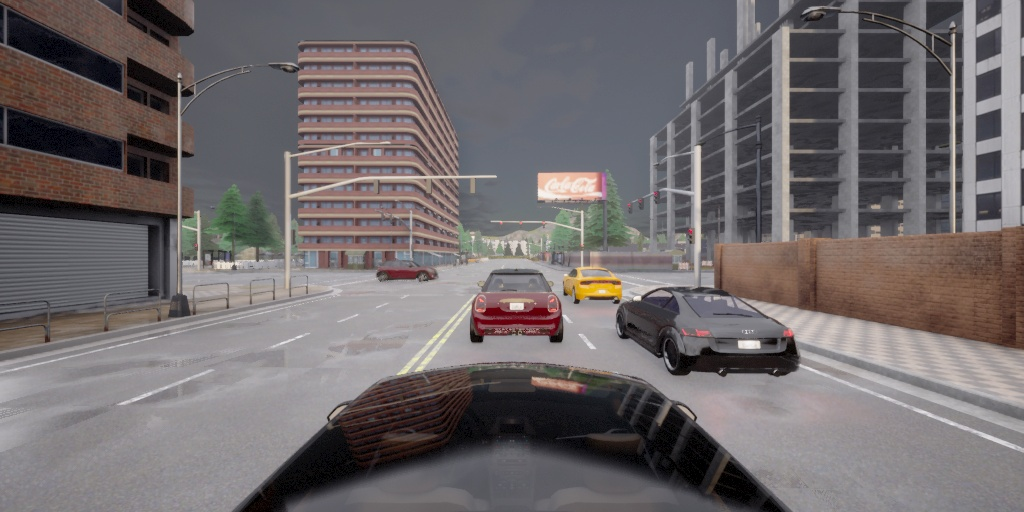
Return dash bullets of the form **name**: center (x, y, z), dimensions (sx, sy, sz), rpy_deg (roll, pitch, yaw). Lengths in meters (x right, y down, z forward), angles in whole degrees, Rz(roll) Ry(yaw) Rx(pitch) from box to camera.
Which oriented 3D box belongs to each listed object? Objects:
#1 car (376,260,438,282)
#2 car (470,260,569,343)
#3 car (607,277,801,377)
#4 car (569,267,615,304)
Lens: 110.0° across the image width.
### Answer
- **car**: center (-8.134, 1.102, 28.099), dimensions (4.553, 1.767, 2.097), rpy_deg (0, 0, 0)
- **car**: center (0.103, 1.102, 9.855), dimensions (2.097, 1.767, 4.553), rpy_deg (0, 0, 0)
- **car**: center (3.600, 1.314, 7.450), dimensions (1.994, 1.385, 4.181), rpy_deg (0, 0, 0)
- **car**: center (3.504, 1.228, 16.383), dimensions (1.882, 1.535, 5.008), rpy_deg (0, 0, 0)
